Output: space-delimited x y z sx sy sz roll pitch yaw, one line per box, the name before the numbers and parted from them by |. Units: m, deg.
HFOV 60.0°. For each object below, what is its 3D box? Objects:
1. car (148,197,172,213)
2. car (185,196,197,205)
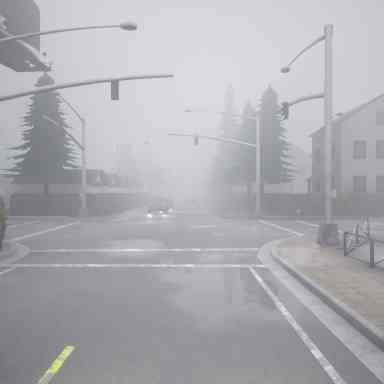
car | -3.666 1.352 37.036 2.097 1.767 4.553 0 0 0
car | -0.108 1.491 59.238 2.128 1.511 4.902 0 0 0
